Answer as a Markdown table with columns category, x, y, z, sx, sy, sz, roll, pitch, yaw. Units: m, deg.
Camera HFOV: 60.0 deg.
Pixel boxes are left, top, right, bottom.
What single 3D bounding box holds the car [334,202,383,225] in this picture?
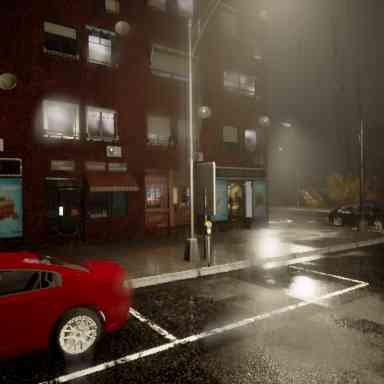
| category | x | y | z | sx | sy | sz | roll | pitch | yaw |
| --- | --- | --- | --- | --- | --- | --- | --- | --- | --- |
| car | 13.558 | 1.564 | 25.104 | 1.882 | 1.535 | 5.008 | -1 | 0 | -35 |

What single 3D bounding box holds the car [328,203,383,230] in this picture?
| category | x | y | z | sx | sy | sz | roll | pitch | yaw |
| --- | --- | --- | --- | --- | --- | --- | --- | --- | --- |
| car | 11.474 | 1.623 | 22.083 | 1.837 | 1.490 | 4.892 | -1 | 0 | -31 |

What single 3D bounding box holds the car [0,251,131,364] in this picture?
| category | x | y | z | sx | sy | sz | roll | pitch | yaw |
| --- | --- | --- | --- | --- | --- | --- | --- | --- | --- |
| car | -3.055 | 1.545 | 4.395 | 4.507 | 1.381 | 1.887 | 0 | -1 | -35 |
